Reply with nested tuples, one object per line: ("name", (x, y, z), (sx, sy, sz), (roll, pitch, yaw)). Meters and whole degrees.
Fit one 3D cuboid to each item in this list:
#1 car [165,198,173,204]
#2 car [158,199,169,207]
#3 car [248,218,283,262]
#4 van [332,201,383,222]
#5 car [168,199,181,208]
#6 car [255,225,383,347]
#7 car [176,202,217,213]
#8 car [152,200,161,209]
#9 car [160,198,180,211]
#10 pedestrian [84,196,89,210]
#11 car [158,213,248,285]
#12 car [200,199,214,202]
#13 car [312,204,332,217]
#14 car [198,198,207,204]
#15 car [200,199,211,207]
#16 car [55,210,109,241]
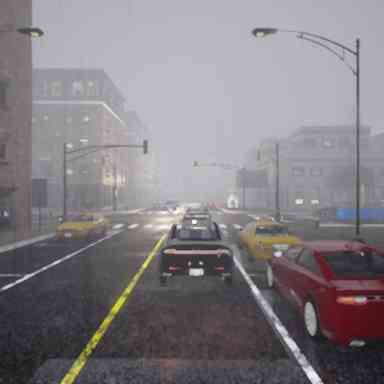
("car", (-5.738, 2.333, 84.346), (1.752, 1.417, 4.829), (0, -1, 0))
("car", (-5.729, 2.184, 67.427), (2.008, 1.369, 4.403), (0, -1, 0))
("car", (2.680, 1.635, 12.357), (1.752, 1.417, 4.829), (0, -1, 0))
("van", (14.645, 1.664, 28.656), (3.998, 1.788, 1.690), (0, 0, 0))
("car", (-3.091, 2.045, 59.459), (2.128, 1.511, 4.902), (0, -1, 0))
("car", (2.683, 1.602, 6.490), (1.887, 1.381, 4.507), (0, -1, 0))
("car", (0.455, 1.690, 22.283), (2.128, 1.511, 4.902), (0, -1, 4))
("car", (-5.723, 2.069, 56.034), (2.008, 1.369, 4.403), (0, -1, 0))
("car", (-3.119, 1.964, 47.929), (1.812, 1.442, 4.674), (0, -1, 0))
("pedestrian", (-12.650, 1.427, 39.764), (0.375, 1.860, 0.375), (0, 0, 0))
("car", (0.096, 1.576, 9.733), (2.128, 1.511, 4.902), (0, -1, 0))
("car", (2.659, 1.902, 50.355), (1.967, 1.590, 4.097), (0, -1, 0))
("car", (14.648, 1.898, 34.444), (4.181, 1.385, 1.994), (0, 0, 0))
("car", (2.643, 2.360, 84.533), (2.008, 1.369, 4.403), (-1, -1, 0))
("car", (2.651, 2.184, 67.444), (2.008, 1.369, 4.403), (0, -1, 0))
("car", (-5.704, 1.683, 17.714), (1.752, 1.417, 4.829), (0, -1, 0))
